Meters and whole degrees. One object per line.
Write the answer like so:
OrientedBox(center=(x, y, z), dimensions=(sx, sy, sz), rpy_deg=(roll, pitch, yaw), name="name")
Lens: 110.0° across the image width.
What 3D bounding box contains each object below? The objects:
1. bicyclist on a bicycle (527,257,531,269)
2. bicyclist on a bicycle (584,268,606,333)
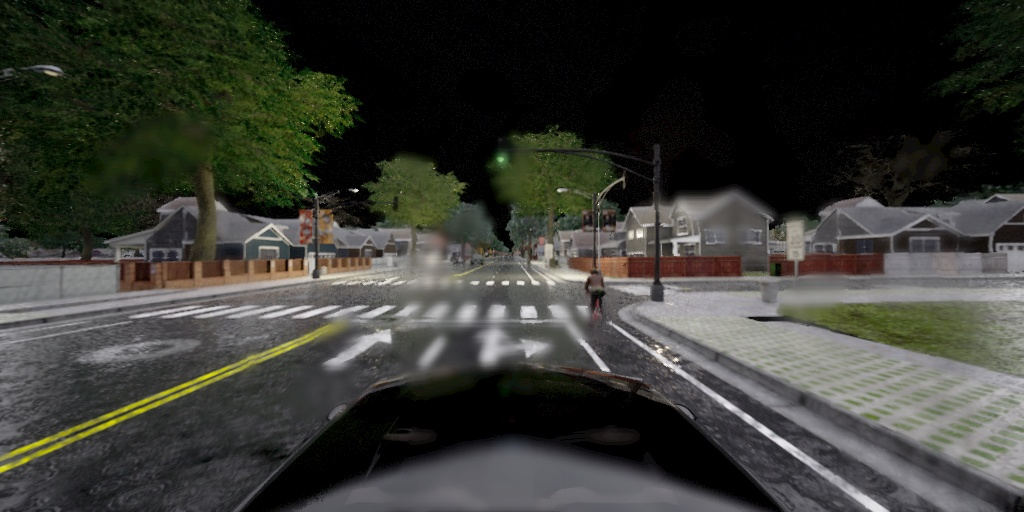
OrientedBox(center=(2.244, 0.967, 47.689), dimensions=(0.582, 1.620, 1.656), rpy_deg=(0, 0, 0), name="bicyclist on a bicycle")
OrientedBox(center=(2.248, 1.165, 9.694), dimensions=(0.582, 1.620, 1.656), rpy_deg=(0, 0, 0), name="bicyclist on a bicycle")
